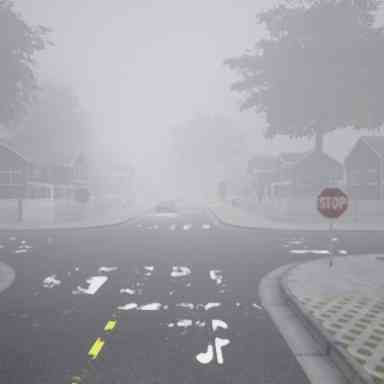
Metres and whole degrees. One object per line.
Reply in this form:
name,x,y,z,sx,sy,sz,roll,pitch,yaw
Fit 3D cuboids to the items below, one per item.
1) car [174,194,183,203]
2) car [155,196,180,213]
car,-2.497,1.177,57.894,1.882,1.535,5.008,0,2,0
car,-2.604,1.411,33.843,1.994,1.385,4.181,0,1,0
